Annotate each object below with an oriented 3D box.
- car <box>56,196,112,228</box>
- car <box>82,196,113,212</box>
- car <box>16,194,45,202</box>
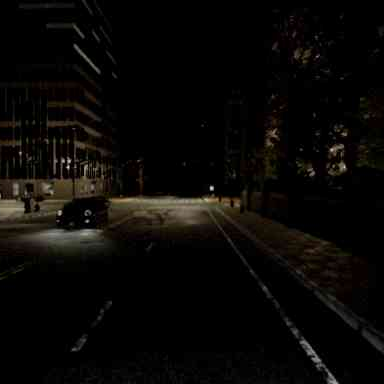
[{"bbox_3d":[-6.584,1.145,20.421,2.097,1.767,4.553,0,1,0],"label":"car"},{"bbox_3d":[-9.744,1.161,34.847,1.837,1.490,4.892,0,0,0],"label":"car"},{"bbox_3d":[-25.521,0.940,52.694,4.313,1.339,1.947,0,1,2],"label":"car"}]
